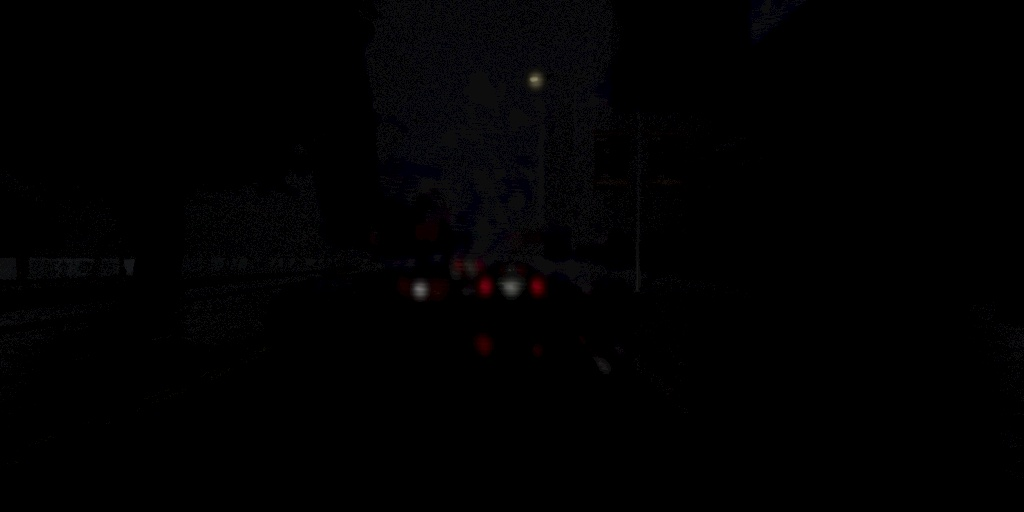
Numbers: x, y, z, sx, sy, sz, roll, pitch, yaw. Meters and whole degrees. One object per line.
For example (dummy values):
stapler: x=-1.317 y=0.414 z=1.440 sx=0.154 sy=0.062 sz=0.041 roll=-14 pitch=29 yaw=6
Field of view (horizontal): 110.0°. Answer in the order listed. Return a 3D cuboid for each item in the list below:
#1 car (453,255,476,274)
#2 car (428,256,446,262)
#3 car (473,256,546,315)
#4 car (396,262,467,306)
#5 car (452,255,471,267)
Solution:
car: x=-3.256 y=0.729 z=29.209 sx=2.097 sy=1.767 sz=4.553 roll=0 pitch=1 yaw=0
car: x=-9.964 y=0.668 z=47.986 sx=1.812 sy=1.442 sz=4.674 roll=0 pitch=1 yaw=0
car: x=0.029 y=0.947 z=12.817 sx=2.097 sy=1.767 sz=4.553 roll=0 pitch=1 yaw=1
car: x=-3.215 y=1.135 z=14.601 sx=1.994 sy=1.385 sz=4.181 roll=0 pitch=1 yaw=0
car: x=-6.714 y=0.620 z=47.935 sx=1.882 sy=1.535 sz=5.008 roll=0 pitch=1 yaw=0
